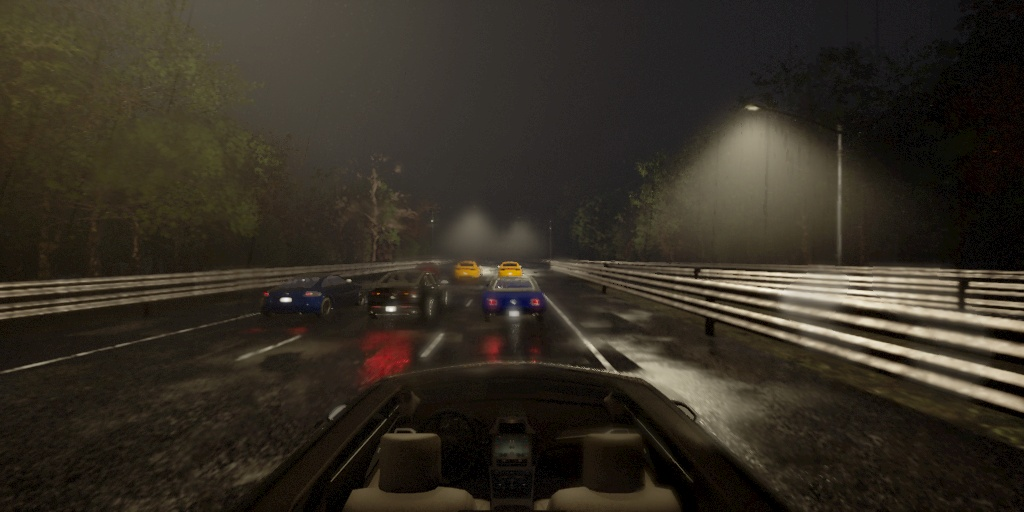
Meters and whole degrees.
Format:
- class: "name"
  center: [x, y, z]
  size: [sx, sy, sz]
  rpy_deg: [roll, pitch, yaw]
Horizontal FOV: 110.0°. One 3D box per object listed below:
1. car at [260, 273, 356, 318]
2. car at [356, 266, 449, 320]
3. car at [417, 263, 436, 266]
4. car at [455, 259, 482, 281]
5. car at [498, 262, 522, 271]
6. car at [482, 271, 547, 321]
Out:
- class: "car"
  center: [-6.955, 1.318, 13.016]
  size: [1.994, 1.385, 4.181]
  rpy_deg: [0, 0, 0]
- class: "car"
  center: [-3.453, 1.258, 12.607]
  size: [1.837, 1.490, 4.892]
  rpy_deg: [0, 0, 0]
- class: "car"
  center: [-7.187, 1.294, 30.268]
  size: [1.812, 1.442, 4.674]
  rpy_deg: [0, 0, -1]
- class: "car"
  center: [-3.697, 1.245, 30.748]
  size: [1.882, 1.535, 5.008]
  rpy_deg: [0, 0, -1]
- class: "car"
  center: [-0.193, 1.243, 30.590]
  size: [1.882, 1.535, 5.008]
  rpy_deg: [0, 0, -1]
- class: "car"
  center: [0.052, 1.353, 12.421]
  size: [1.895, 1.301, 4.718]
  rpy_deg: [0, 0, 0]
